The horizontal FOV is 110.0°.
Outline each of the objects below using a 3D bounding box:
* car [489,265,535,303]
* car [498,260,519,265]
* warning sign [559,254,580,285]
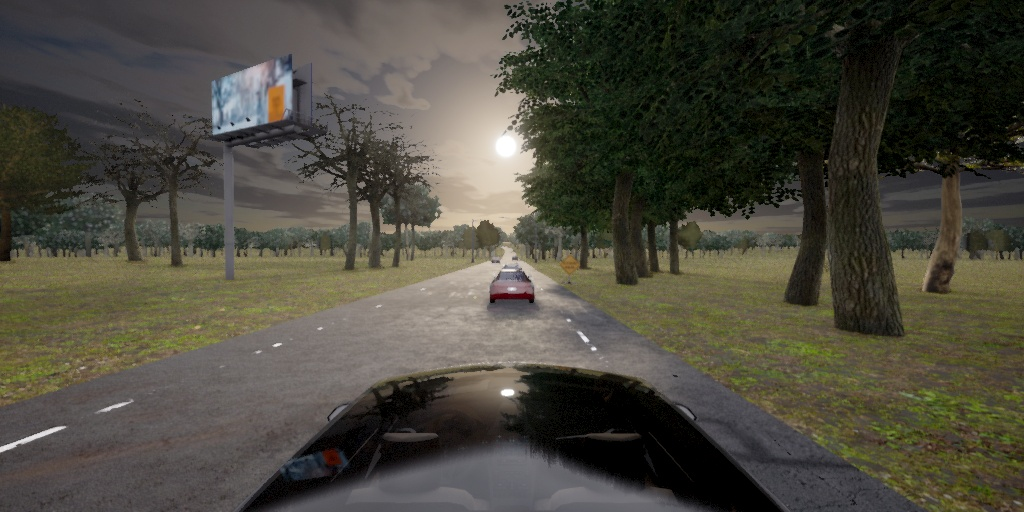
[{"bbox_3d":[0.000,1.301,16.509,1.994,1.385,4.181,0,0,0],"label":"car"},{"bbox_3d":[0.000,1.269,31.516,1.994,1.385,4.181,0,0,0],"label":"car"},{"bbox_3d":[3.550,0.831,22.278,1.300,1.860,1.060,0,0,0],"label":"warning sign"}]
